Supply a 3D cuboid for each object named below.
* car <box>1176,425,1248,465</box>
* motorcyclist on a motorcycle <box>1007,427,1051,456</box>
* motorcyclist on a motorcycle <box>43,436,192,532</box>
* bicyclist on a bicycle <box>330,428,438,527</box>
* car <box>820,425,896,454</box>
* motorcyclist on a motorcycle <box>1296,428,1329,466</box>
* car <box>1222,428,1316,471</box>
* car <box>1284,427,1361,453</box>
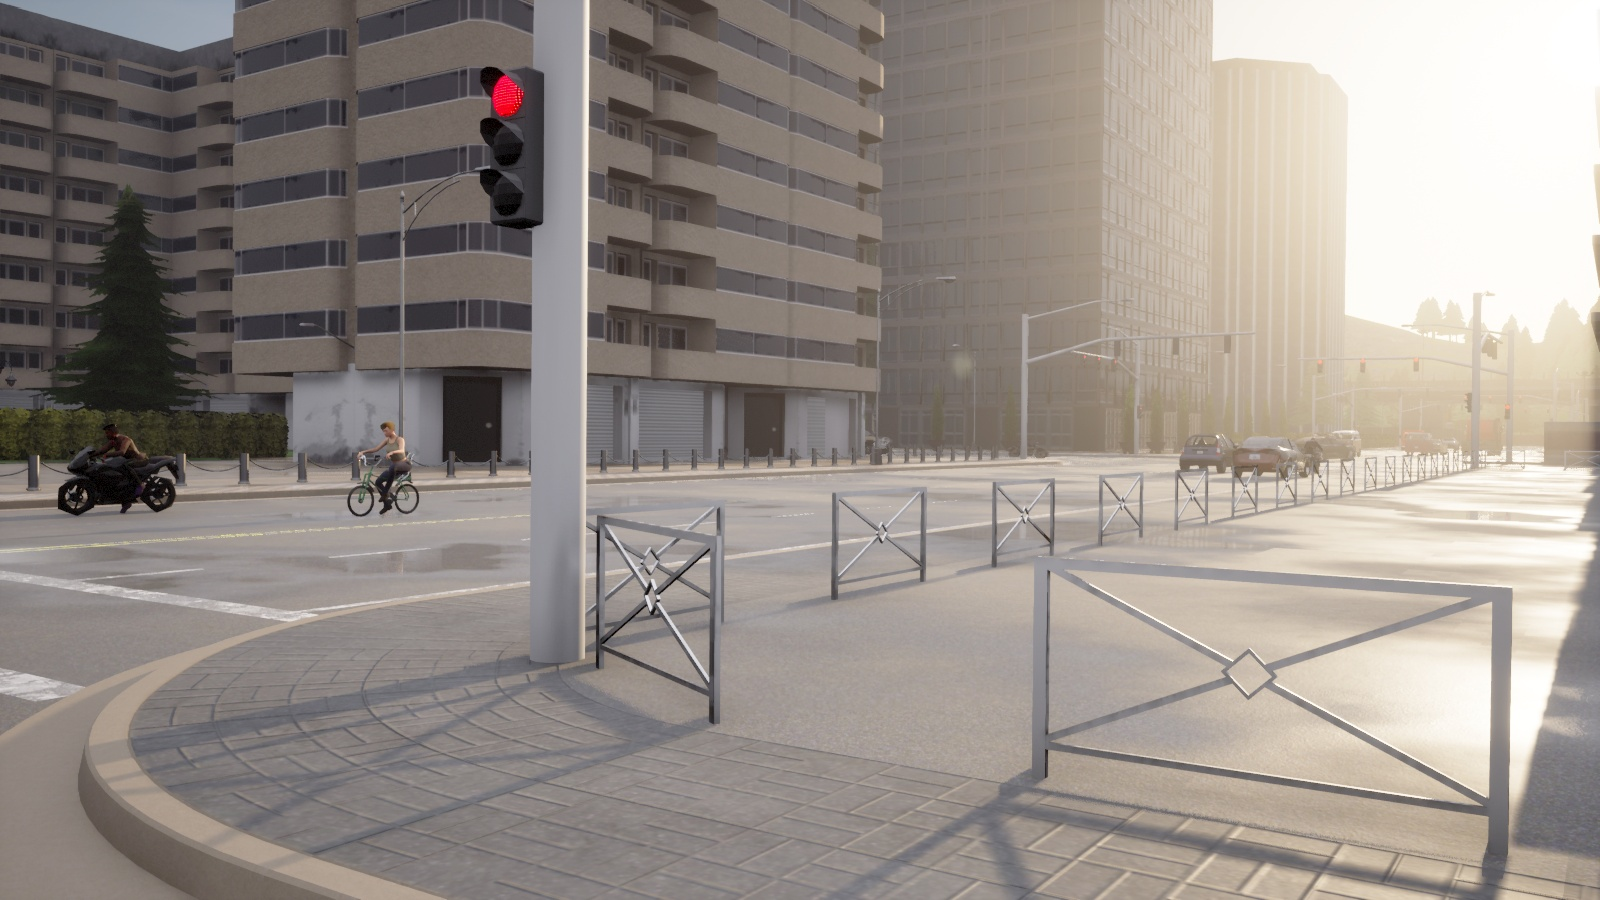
[{"bbox_3d":[17.102,-0.236,52.056,1.851,1.617,3.988,0,1,33],"label":"car"},{"bbox_3d":[13.156,-0.477,72.134,2.350,1.649,0.766,0,1,32],"label":"motorcyclist on a motorcycle"},{"bbox_3d":[-11.443,0.529,21.112,0.797,1.523,2.044,0,1,33],"label":"motorcyclist on a motorcycle"},{"bbox_3d":[-7.076,0.440,21.409,0.866,1.612,1.509,0,1,33],"label":"bicyclist on a bicycle"},{"bbox_3d":[3.812,-0.666,82.342,4.605,1.855,1.932,0,1,34],"label":"car"},{"bbox_3d":[21.191,-0.134,51.919,0.866,1.530,2.191,0,1,33],"label":"motorcyclist on a motorcycle"},{"bbox_3d":[17.128,-0.048,45.693,2.163,1.488,4.792,0,1,33],"label":"car"},{"bbox_3d":[31.564,-0.612,75.851,4.892,1.490,1.837,-1,1,-33],"label":"car"}]
